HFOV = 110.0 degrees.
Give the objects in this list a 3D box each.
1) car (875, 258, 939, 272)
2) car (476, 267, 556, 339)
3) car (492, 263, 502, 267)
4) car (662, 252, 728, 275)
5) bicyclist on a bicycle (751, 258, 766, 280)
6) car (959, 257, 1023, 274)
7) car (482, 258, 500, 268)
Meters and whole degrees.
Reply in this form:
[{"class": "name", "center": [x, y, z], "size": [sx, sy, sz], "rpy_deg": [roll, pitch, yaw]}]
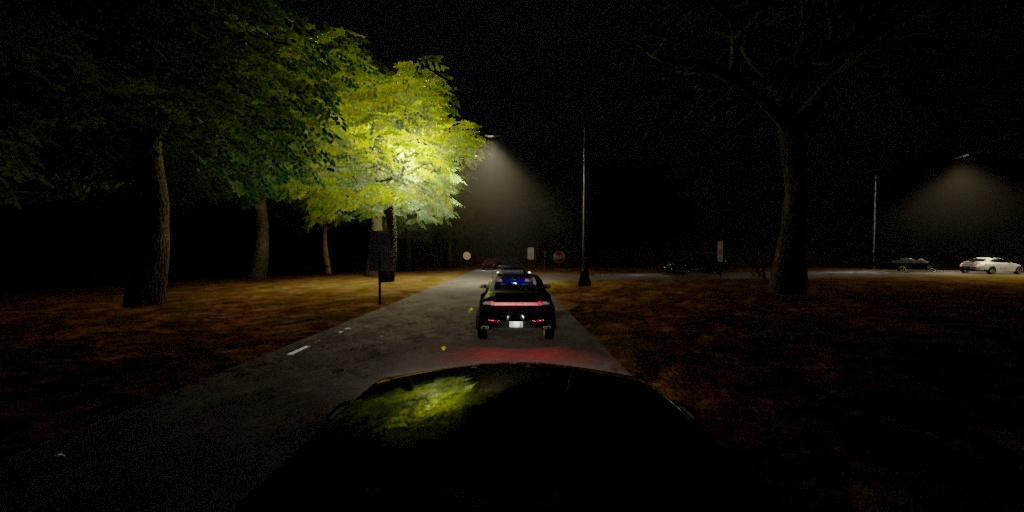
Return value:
[{"class": "car", "center": [37.756, 0.851, 34.374], "size": [4.718, 1.301, 1.895], "rpy_deg": [0, 1, -6]}, {"class": "car", "center": [0.095, 1.233, 10.031], "size": [2.128, 1.511, 4.902], "rpy_deg": [0, 0, 0]}, {"class": "car", "center": [0.085, 1.287, 19.270], "size": [1.994, 1.385, 4.181], "rpy_deg": [0, 0, 1]}, {"class": "car", "center": [17.017, 0.676, 33.475], "size": [5.566, 2.045, 2.150], "rpy_deg": [-1, 1, 0]}, {"class": "bicyclist on a bicycle", "center": [18.552, 1.008, 27.024], "size": [0.582, 1.620, 1.656], "rpy_deg": [-1, 0, 0]}, {"class": "car", "center": [42.306, 0.848, 31.744], "size": [4.674, 1.442, 1.812], "rpy_deg": [0, 1, -8]}, {"class": "car", "center": [-3.075, 1.089, 49.760], "size": [1.882, 1.535, 5.008], "rpy_deg": [0, 0, 0]}]
